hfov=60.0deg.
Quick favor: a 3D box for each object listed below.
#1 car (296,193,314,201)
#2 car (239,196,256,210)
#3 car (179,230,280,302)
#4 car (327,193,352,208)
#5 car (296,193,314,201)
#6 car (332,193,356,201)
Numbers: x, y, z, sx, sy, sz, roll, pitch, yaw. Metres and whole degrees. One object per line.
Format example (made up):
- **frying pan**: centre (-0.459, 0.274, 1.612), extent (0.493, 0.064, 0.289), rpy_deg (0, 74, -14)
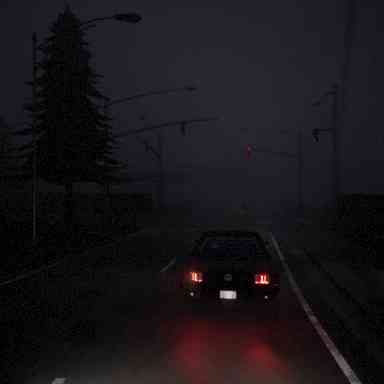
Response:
- **car**: centre (26.057, 1.361, 76.802), extent (3.806, 1.475, 1.970), rpy_deg (0, 0, 10)
- **car**: centre (7.178, 1.352, 43.256), extent (2.097, 1.767, 4.553), rpy_deg (0, 0, 10)
- **car**: centre (0.979, 1.601, 8.313), extent (1.895, 1.301, 4.718), rpy_deg (0, 0, 8)
- **car**: centre (20.190, 1.330, 43.050), extent (5.027, 1.636, 2.152), rpy_deg (0, 0, 10)
- **car**: centre (27.234, 1.077, 79.971), extent (3.866, 1.878, 1.905), rpy_deg (0, 0, 10)
- **car**: centre (34.416, 1.097, 75.374), extent (4.605, 1.855, 1.932), rpy_deg (0, 0, 10)
